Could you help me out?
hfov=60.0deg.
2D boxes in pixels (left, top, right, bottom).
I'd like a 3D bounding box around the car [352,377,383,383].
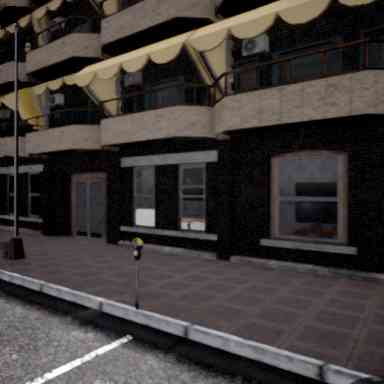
[{"bbox_3d":[2.522,1.570,1.076,4.313,1.339,1.947,0,0,36],"label":"car"}]
